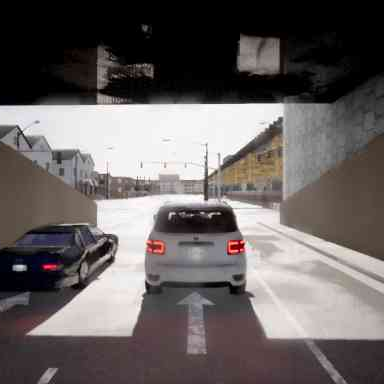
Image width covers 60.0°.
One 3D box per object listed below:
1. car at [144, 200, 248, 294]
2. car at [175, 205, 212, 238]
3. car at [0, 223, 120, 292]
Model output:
[{"bbox_3d":[0.083,1.221,8.911,2.150,2.045,5.566,0,0,0],"label":"car"},{"bbox_3d":[0.059,1.526,18.475,1.812,1.442,4.674,0,0,0],"label":"car"},{"bbox_3d":[-3.408,1.547,9.077,2.033,1.411,5.357,0,0,0],"label":"car"}]
